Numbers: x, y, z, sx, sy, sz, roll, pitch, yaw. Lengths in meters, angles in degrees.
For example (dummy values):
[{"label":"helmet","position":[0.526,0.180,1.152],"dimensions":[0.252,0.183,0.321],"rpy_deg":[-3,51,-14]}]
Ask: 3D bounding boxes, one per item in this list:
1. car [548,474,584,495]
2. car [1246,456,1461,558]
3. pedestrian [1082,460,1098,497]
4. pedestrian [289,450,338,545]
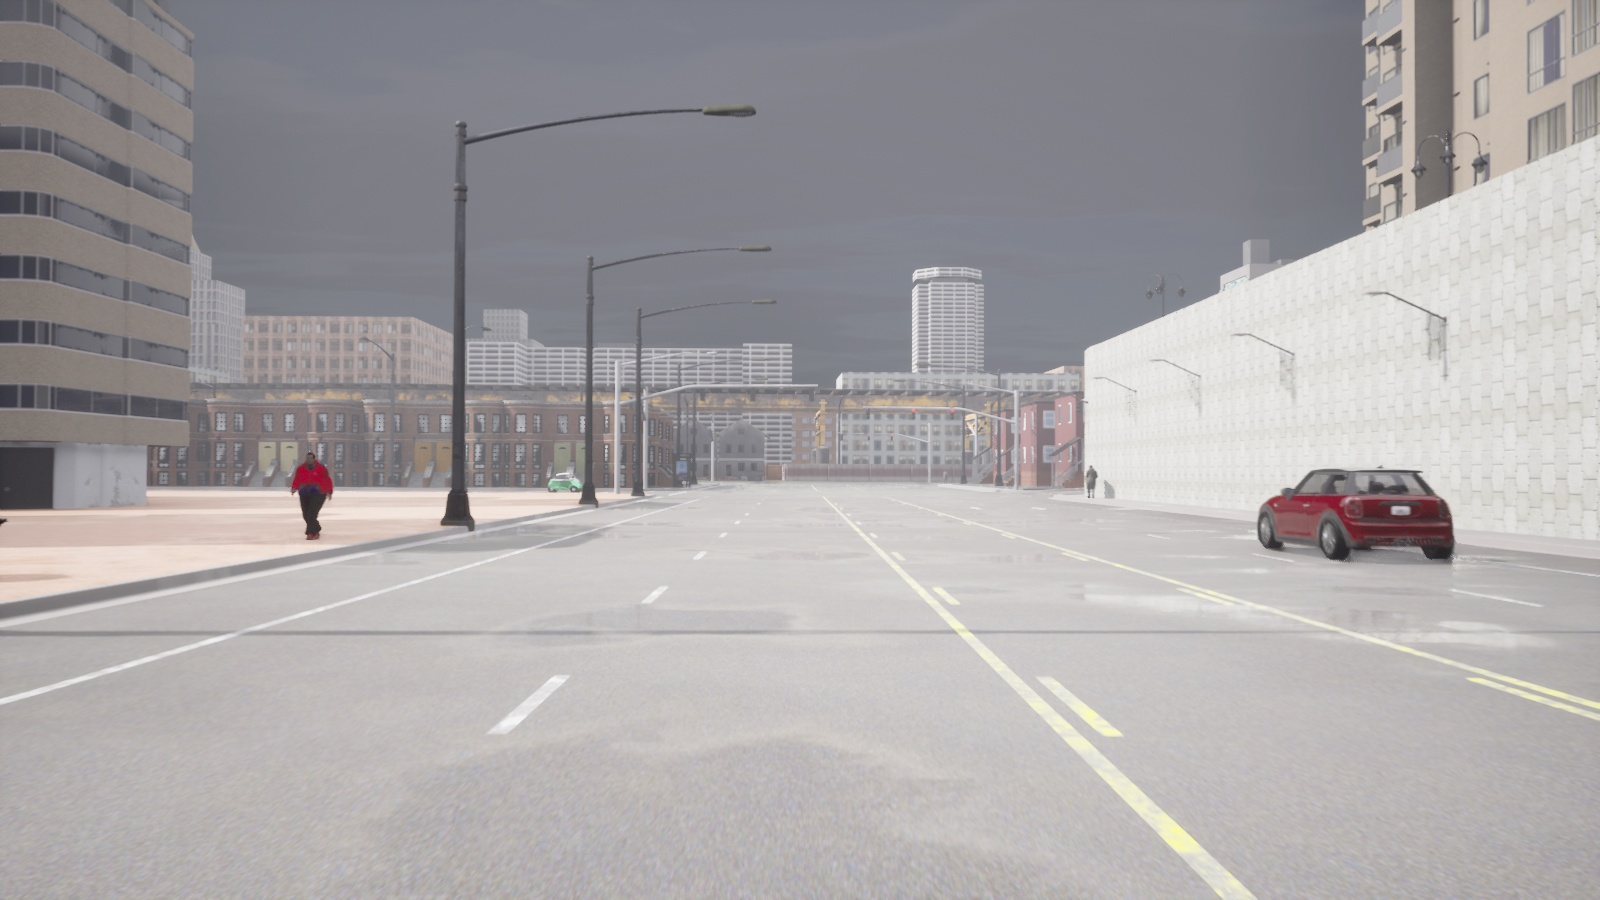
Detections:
[{"label":"car","position":[-15.733,2.345,84.490],"dimensions":[2.207,1.376,1.481],"rpy_deg":[-1,-1,0]},{"label":"car","position":[10.433,1.035,24.121],"dimensions":[2.097,1.767,4.553],"rpy_deg":[0,-1,0]},{"label":"pedestrian","position":[15.589,1.535,67.426],"dimensions":[0.659,1.952,0.873],"rpy_deg":[0,-1,0]},{"label":"pedestrian","position":[-9.557,0.921,24.710],"dimensions":[0.634,1.844,0.899],"rpy_deg":[0,-1,-2]}]
